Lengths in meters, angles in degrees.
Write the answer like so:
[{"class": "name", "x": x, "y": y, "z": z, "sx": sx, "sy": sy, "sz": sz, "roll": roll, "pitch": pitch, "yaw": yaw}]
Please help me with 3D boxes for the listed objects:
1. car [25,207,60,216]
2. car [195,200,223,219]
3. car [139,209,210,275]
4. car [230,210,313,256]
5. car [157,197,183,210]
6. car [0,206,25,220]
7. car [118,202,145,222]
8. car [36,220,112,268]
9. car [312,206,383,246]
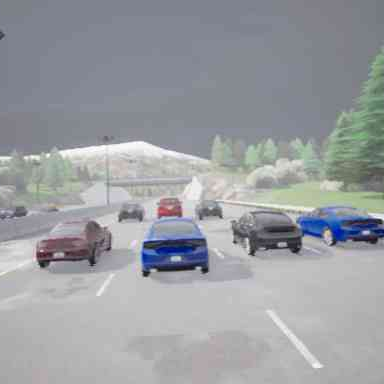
[{"class": "car", "x": -16.743, "y": 2.431, "z": 38.391, "sx": 2.033, "sy": 1.411, "sz": 5.357, "roll": -2, "pitch": 0, "yaw": -4}, {"class": "car", "x": 1.460, "y": 1.501, "z": 30.724, "sx": 2.097, "sy": 1.767, "sz": 4.553, "roll": -2, "pitch": 0, "yaw": -4}, {"class": "car", "x": -0.590, "y": 1.573, "z": 10.947, "sx": 1.882, "sy": 1.535, "sz": 5.008, "roll": -2, "pitch": 0, "yaw": -4}, {"class": "car", "x": 2.751, "y": 1.489, "z": 13.224, "sx": 1.837, "sy": 1.490, "sz": 4.892, "roll": -2, "pitch": 0, "yaw": -4}, {"class": "car", "x": -2.028, "y": 1.499, "z": 30.388, "sx": 2.150, "sy": 2.045, "sz": 5.566, "roll": -2, "pitch": 0, "yaw": -4}, {"class": "car", "x": -20.184, "y": 2.355, "z": 37.243, "sx": 2.097, "sy": 1.767, "sz": 4.553, "roll": -2, "pitch": 0, "yaw": -4}, {"class": "car", "x": -5.593, "y": 1.769, "z": 31.251, "sx": 2.097, "sy": 1.767, "sz": 4.553, "roll": -2, "pitch": 0, "yaw": -4}, {"class": "car", "x": -4.199, "y": 1.765, "z": 12.368, "sx": 1.812, "sy": 1.442, "sz": 4.674, "roll": -2, "pitch": 0, "yaw": -4}, {"class": "car", "x": 6.160, "y": 1.343, "z": 14.564, "sx": 1.882, "sy": 1.535, "sz": 5.008, "roll": -2, "pitch": 0, "yaw": -4}]
